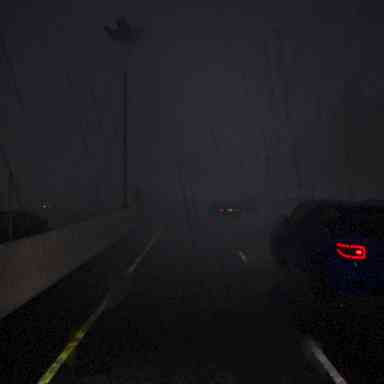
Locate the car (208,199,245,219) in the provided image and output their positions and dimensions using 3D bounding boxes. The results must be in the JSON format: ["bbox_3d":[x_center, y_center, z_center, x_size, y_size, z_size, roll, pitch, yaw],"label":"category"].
[{"bbox_3d":[2.655,1.485,28.870,2.033,1.411,5.357,0,0,-7],"label":"car"}]

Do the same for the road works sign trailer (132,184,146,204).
[{"bbox_3d":[-9.751,0.337,59.591,2.380,3.560,2.880,0,0,-28],"label":"road works sign trailer"}]

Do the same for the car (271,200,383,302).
[{"bbox_3d":[3.602,1.203,8.328,2.150,2.045,5.566,0,0,0],"label":"car"}]

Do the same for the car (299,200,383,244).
[{"bbox_3d":[7.030,1.315,16.234,2.097,1.767,4.553,0,0,-1],"label":"car"}]

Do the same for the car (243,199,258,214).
[{"bbox_3d":[5.284,1.417,34.477,2.128,1.511,4.902,0,0,-10],"label":"car"}]

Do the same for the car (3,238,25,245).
[{"bbox_3d":[-7.135,1.451,12.445,1.882,1.535,5.008,0,0,0],"label":"car"}]
